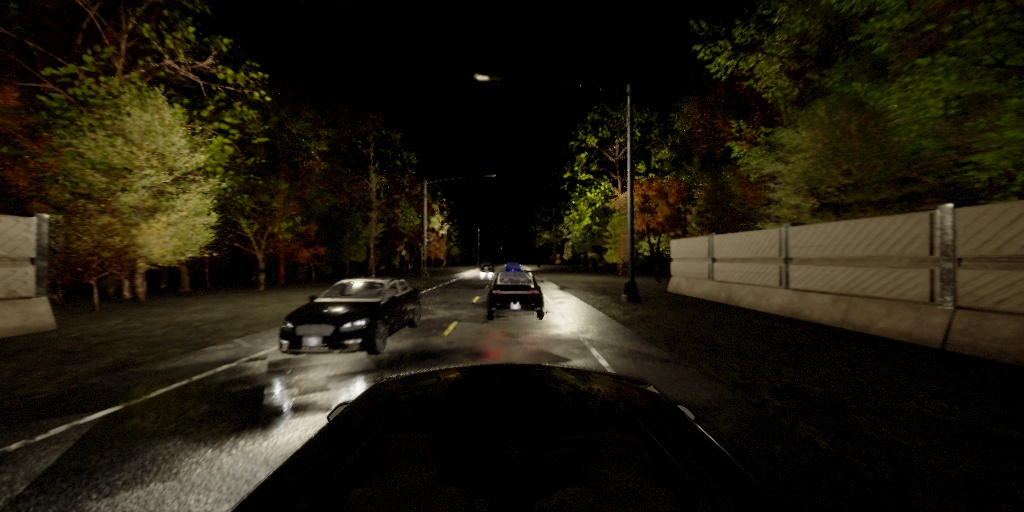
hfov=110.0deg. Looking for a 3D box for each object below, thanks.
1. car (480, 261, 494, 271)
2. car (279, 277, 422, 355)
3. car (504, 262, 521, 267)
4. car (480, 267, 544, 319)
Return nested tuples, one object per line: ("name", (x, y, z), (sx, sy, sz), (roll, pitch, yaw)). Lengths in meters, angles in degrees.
("car", (-3.557, 1.547, 51.890), (2.128, 1.511, 4.902), (0, 0, 0))
("car", (-3.600, 1.292, 8.917), (2.128, 1.511, 4.902), (0, 0, 0))
("car", (0.109, 1.489, 43.883), (1.882, 1.535, 5.008), (0, 0, 0))
("car", (0.105, 1.323, 13.227), (2.128, 1.511, 4.902), (0, 0, 0))
